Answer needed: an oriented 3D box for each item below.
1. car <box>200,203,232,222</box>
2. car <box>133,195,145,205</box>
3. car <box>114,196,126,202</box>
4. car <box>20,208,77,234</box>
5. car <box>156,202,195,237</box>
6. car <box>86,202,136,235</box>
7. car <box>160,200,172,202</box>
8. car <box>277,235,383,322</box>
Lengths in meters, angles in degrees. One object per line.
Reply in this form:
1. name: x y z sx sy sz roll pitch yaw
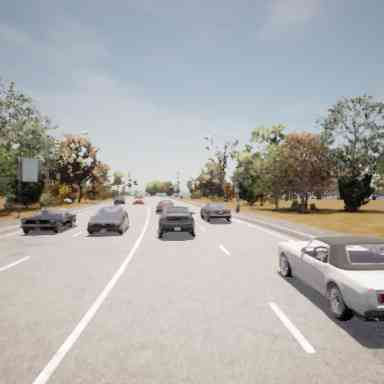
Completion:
1. car: 1.819 1.550 26.623 2.033 1.411 5.357 0 0 -6
2. car: -9.503 1.379 59.678 2.097 1.767 4.553 0 0 -7
3. car: -13.226 1.509 61.314 1.882 1.535 5.008 0 0 -7
4. car: -8.200 1.619 19.426 1.895 1.301 4.718 0 0 -5
5. car: -0.891 1.510 18.273 1.837 1.490 4.892 0 0 -5
6. car: -4.669 1.560 19.278 2.033 1.411 5.357 0 0 -5
7. car: -2.831 1.576 36.052 1.994 1.385 4.181 0 0 -7
8. car: 3.361 1.595 7.211 1.895 1.301 4.718 0 0 -2
